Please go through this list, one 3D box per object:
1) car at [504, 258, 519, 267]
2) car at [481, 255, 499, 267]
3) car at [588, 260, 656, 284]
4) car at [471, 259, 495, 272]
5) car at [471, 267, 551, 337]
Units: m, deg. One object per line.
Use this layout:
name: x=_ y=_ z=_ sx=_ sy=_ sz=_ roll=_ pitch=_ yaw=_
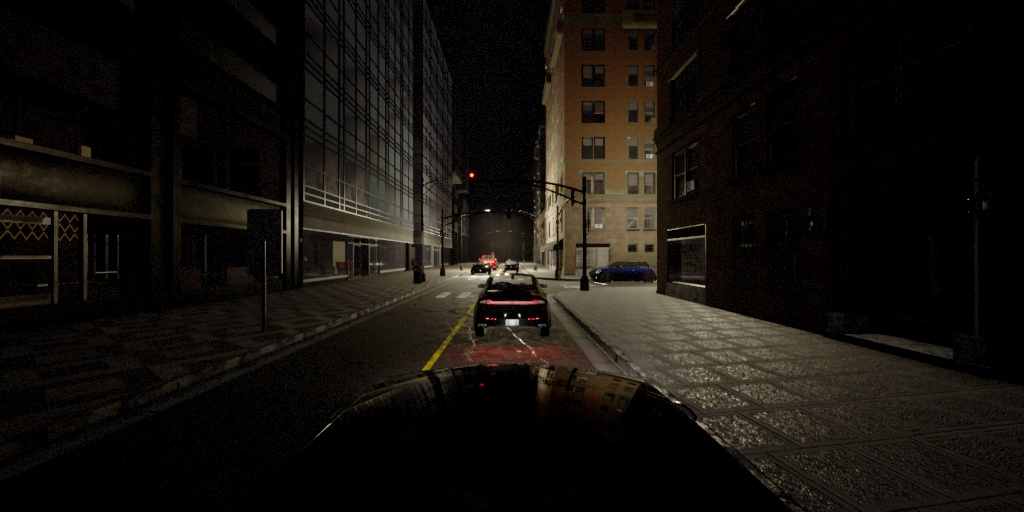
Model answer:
car: x=-0.078 y=1.269 z=44.677 sx=2.033 sy=1.411 sz=5.357 roll=0 pitch=0 yaw=0
car: x=-3.235 y=0.940 z=48.455 sx=2.150 sy=2.045 sz=5.566 roll=0 pitch=0 yaw=0
car: x=7.855 y=1.067 z=25.869 sx=4.553 sy=1.767 sz=2.097 roll=0 pitch=0 yaw=-4
car: x=-3.211 y=1.291 z=38.158 sx=1.994 sy=1.385 sz=4.181 roll=0 pitch=0 yaw=0
car: x=0.016 y=1.240 z=10.286 sx=2.128 sy=1.511 sz=4.902 roll=0 pitch=0 yaw=0
